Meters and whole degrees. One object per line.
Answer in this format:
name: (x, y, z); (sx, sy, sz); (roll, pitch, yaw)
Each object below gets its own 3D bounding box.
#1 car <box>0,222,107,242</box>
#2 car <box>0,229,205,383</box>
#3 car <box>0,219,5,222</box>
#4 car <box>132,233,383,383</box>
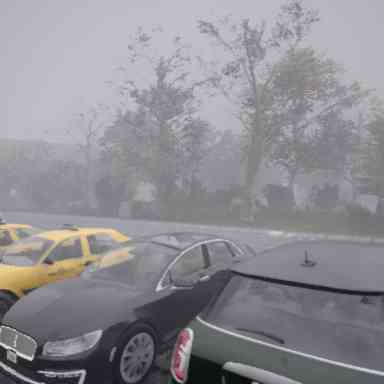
car: (-2.852, 1.473, 6.955); (1.946, 1.575, 5.366); (0, 0, 36)
car: (-0.488, 1.475, 5.504); (2.231, 1.521, 4.892); (0, 0, 36)
car: (-4.796, 1.481, 8.798); (1.946, 1.575, 5.366); (0, 0, 36)
car: (1.753, 1.353, 3.859); (2.185, 1.767, 4.553); (0, 0, 36)
